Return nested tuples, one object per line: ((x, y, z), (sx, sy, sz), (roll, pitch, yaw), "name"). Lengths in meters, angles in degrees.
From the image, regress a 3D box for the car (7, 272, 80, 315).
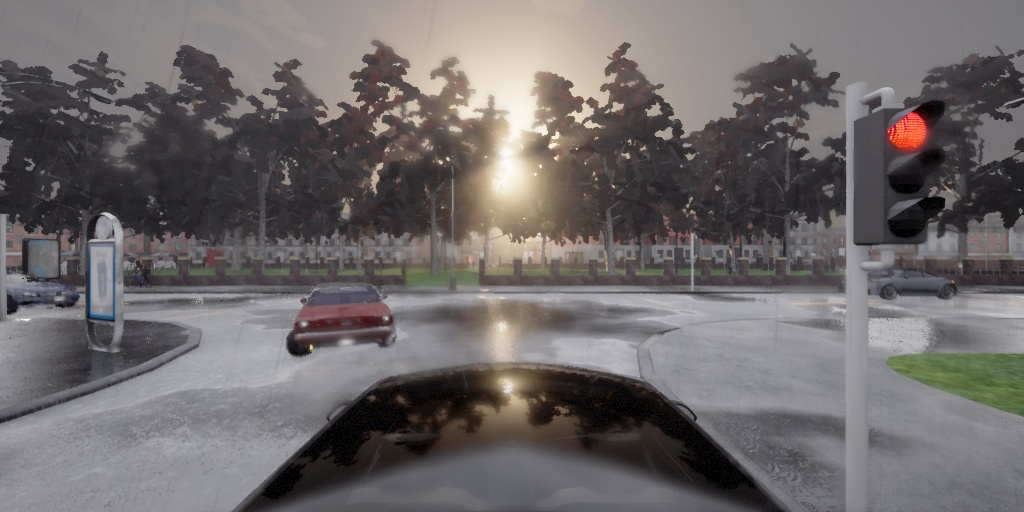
((-18.624, 1.276, 12.893), (4.674, 1.442, 1.812), (0, 0, 0), "car")

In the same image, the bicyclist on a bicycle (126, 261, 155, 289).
((-22.028, 1.099, 21.269), (0.582, 1.620, 1.656), (0, 0, 0), "bicyclist on a bicycle")

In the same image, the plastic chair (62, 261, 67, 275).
((-38.279, 1.306, 31.284), (0.750, 1.272, 0.730), (0, 0, -35), "plastic chair")

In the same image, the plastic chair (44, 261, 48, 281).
((-40.212, 1.293, 31.512), (0.730, 1.272, 0.750), (0, 0, -40), "plastic chair")

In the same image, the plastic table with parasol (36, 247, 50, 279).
((-43.602, 0.620, 34.901), (2.482, 2.480, 2.482), (0, 0, -39), "plastic table with parasol")

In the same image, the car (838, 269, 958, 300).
((18.249, 1.314, 17.080), (4.181, 1.385, 1.994), (0, 0, 0), "car")

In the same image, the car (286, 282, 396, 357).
((-4.117, 1.351, 8.877), (1.895, 1.301, 4.718), (0, 0, -26), "car")

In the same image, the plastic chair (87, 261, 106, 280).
((-38.183, 1.296, 32.990), (0.730, 1.272, 0.750), (0, 0, -40), "plastic chair")

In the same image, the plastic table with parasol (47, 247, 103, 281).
((-39.181, 0.694, 32.257), (2.482, 2.480, 2.482), (0, 0, -40), "plastic table with parasol")

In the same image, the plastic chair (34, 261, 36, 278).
((-44.610, 1.295, 34.151), (0.730, 1.272, 0.750), (0, 0, -41), "plastic chair")
